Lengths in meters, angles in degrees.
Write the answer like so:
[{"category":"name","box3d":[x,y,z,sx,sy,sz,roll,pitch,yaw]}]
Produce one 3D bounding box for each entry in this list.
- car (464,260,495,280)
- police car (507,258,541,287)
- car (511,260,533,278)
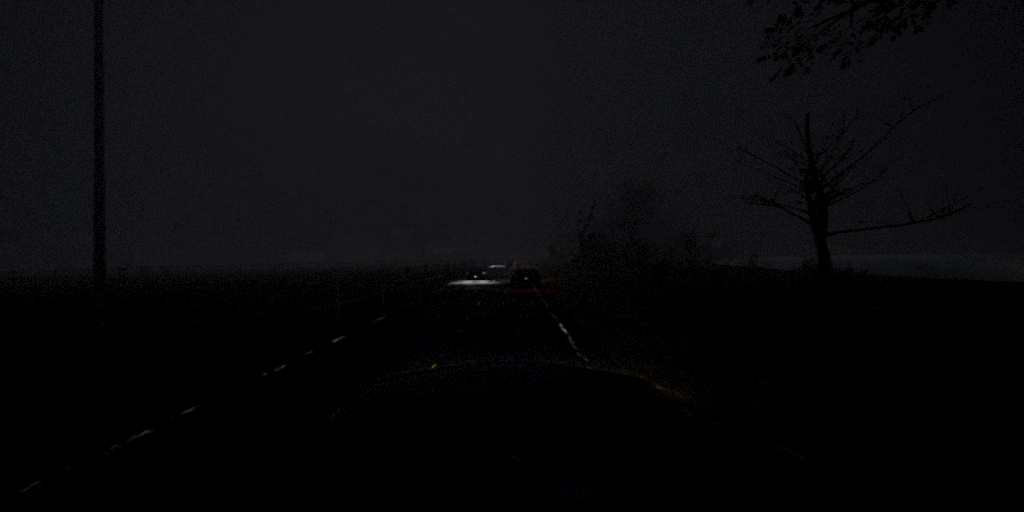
[{"category":"car","box3d":[-2.837,1.216,30.520,2.033,1.411,5.357,0,0,0]},{"category":"police car","box3d":[0.833,1.111,23.611,1.930,1.638,5.238,0,0,0]},{"category":"car","box3d":[0.837,1.140,33.501,1.882,1.535,5.008,0,0,0]}]
